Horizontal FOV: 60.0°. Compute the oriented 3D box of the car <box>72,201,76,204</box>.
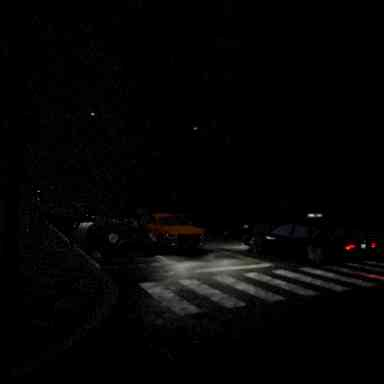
[{"bbox_3d":[-25.387,3.197,75.340,1.802,1.307,4.206,2,-2,-27],"label":"car"}]

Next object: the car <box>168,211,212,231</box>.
[{"bbox_3d":[-0.242,2.238,26.582,1.802,1.307,4.206,2,-2,-27],"label":"car"}]

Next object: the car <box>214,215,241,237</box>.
[{"bbox_3d":[2.273,2.124,21.707,1.947,1.339,4.313,2,-2,-27],"label":"car"}]

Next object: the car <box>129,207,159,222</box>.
[{"bbox_3d":[-5.348,2.380,36.486,1.752,1.417,4.829,2,-2,-27],"label":"car"}]

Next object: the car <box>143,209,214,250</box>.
[{"bbox_3d":[-1.188,1.766,15.640,1.882,1.535,5.008,2,-2,-27],"label":"car"}]

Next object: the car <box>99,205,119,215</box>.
[{"bbox_3d":[-12.814,2.694,50.962,2.008,1.369,4.403,2,-2,-27],"label":"car"}]

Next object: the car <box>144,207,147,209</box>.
[{"bbox_3d":[-2.756,2.320,31.458,1.947,1.339,4.313,2,-2,-27],"label":"car"}]

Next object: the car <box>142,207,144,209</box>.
[{"bbox_3d":[-6.613,2.284,33.131,1.994,1.385,4.181,2,-2,-27],"label":"car"}]

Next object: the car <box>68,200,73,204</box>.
[{"bbox_3d":[-27.896,3.024,80.224,2.192,1.841,5.009,2,-2,-27],"label":"car"}]

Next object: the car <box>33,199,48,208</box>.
[{"bbox_3d":[-27.935,2.573,61.702,1.967,1.590,4.097,2,-2,-27],"label":"car"}]

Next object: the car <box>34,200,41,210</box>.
[{"bbox_3d":[-25.344,2.561,56.672,1.752,1.417,4.829,2,-2,-27],"label":"car"}]

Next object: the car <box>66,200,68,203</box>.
[{"bbox_3d":[-30.493,3.332,85.244,1.752,1.417,4.829,2,-2,-27],"label":"car"}]

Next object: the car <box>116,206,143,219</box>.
[{"bbox_3d":[-7.785,2.501,41.210,2.008,1.369,4.403,2,-2,-27],"label":"car"}]

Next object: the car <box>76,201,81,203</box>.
[{"bbox_3d":[-22.949,3.049,70.617,1.752,1.417,4.829,2,-2,-27],"label":"car"}]

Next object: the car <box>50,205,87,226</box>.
[{"bbox_3d":[-10.333,2.005,27.562,1.887,1.381,4.507,2,-2,-27],"label":"car"}]

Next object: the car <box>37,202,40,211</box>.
[{"bbox_3d":[-20.394,2.431,47.067,1.802,1.307,4.206,2,-2,-27],"label":"car"}]

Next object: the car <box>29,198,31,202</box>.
[{"bbox_3d":[-37.992,2.825,81.212,2.192,1.841,5.009,2,-2,-27],"label":"car"}]

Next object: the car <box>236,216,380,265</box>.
[{"bbox_3d":[4.326,1.875,13.059,2.033,1.411,5.357,3,-2,-31],"label":"car"}]

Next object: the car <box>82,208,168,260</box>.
[{"bbox_3d":[-2.800,1.607,12.964,1.967,1.590,4.097,2,-2,-28],"label":"car"}]

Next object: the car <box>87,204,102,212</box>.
[{"bbox_3d":[-17.844,2.898,60.713,1.947,1.339,4.313,2,-2,-27],"label":"car"}]

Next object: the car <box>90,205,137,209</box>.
[{"bbox_3d":[-5.783,1.959,24.554,2.128,1.511,4.902,2,-2,-27],"label":"car"}]

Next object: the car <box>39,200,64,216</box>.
[{"bbox_3d":[-17.875,2.194,42.195,1.967,1.590,4.097,2,-2,-27],"label":"car"}]

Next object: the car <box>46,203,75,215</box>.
[{"bbox_3d":[-12.769,2.081,32.288,1.752,1.417,4.829,2,-2,-27],"label":"car"}]

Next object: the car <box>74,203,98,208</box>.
[{"bbox_3d":[-10.495,2.156,33.706,1.837,1.490,4.892,2,-2,-28],"label":"car"}]
